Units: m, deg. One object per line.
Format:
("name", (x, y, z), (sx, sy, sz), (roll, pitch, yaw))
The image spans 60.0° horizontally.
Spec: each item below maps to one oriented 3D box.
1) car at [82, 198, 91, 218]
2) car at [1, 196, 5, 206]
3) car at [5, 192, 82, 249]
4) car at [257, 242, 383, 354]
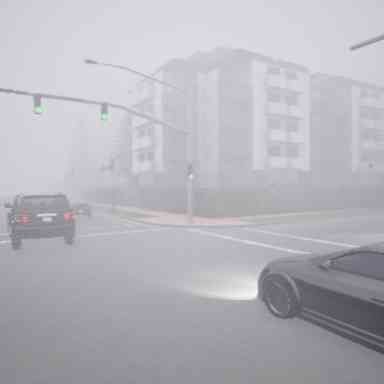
("car", (-8.900, 1.166, 25.077), (1.812, 1.442, 4.674), (-1, 1, -31))
("car", (-23.875, 1.019, 43.682), (1.994, 1.385, 4.181), (-1, 1, -30))
("car", (-6.458, 1.031, 14.027), (2.150, 2.045, 5.566), (-1, 1, -30))
("car", (2.913, 1.444, 4.996), (1.994, 1.385, 4.181), (-1, 1, -30))
